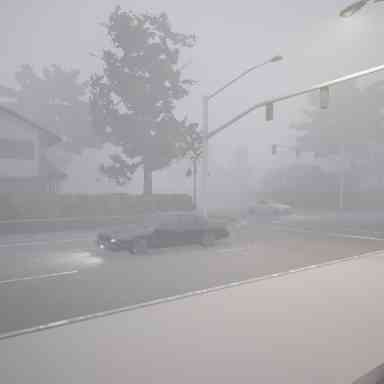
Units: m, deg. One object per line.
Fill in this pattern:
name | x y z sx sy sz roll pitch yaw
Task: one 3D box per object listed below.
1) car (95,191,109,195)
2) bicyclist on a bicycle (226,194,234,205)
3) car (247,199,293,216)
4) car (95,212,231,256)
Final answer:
car | -20.436 0.855 75.241 2.150 2.045 5.566 0 0 -36
bicyclist on a bicycle | 5.885 1.176 51.080 1.656 1.620 0.582 0 0 -36
car | 7.294 1.448 31.594 1.812 1.442 4.674 0 0 -38
car | -0.953 1.515 13.097 5.357 1.411 2.033 0 0 -35
